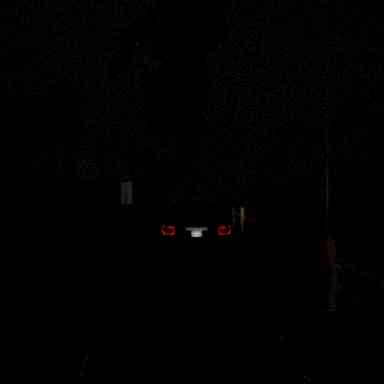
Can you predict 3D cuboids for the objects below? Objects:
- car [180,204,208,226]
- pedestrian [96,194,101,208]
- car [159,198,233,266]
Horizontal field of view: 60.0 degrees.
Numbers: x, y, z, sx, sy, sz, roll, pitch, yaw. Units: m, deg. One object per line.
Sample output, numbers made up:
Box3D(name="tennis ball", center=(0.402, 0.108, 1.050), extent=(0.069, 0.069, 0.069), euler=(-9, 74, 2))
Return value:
Box3D(name="car", center=(0.076, 1.584, 24.519), extent=(1.895, 1.301, 4.718), euler=(0, 0, -1))
Box3D(name="pedestrian", center=(-12.165, 1.106, 43.295), extent=(0.375, 1.860, 0.375), euler=(0, -1, 0))
Box3D(name="car", center=(0.114, 1.215, 11.672), extent=(2.150, 2.045, 5.566), euler=(0, 0, 0))
